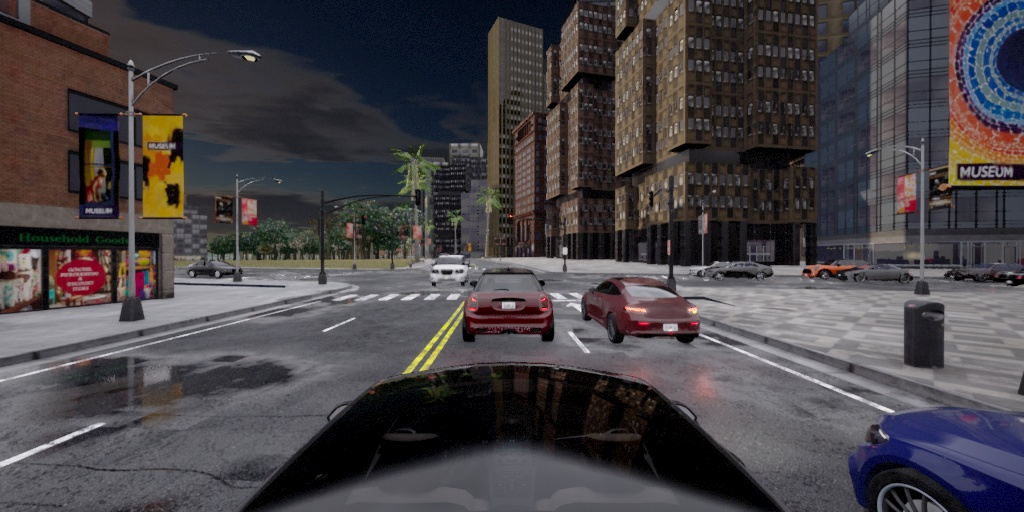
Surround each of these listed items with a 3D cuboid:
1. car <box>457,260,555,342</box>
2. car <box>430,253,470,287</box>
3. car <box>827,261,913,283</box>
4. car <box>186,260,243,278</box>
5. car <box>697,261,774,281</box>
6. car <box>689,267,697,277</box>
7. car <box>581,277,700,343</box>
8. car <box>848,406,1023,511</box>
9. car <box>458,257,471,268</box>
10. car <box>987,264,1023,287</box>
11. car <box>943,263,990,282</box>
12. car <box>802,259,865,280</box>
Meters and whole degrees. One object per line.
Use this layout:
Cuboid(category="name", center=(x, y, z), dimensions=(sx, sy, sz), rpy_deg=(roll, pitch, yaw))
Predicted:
Cuboid(category="car", center=(-0.120, 1.101, 9.968), dimensions=(2.097, 1.767, 4.553), rpy_deg=(0, 0, -1))
Cuboid(category="car", center=(-4.178, 0.948, 24.727), dimensions=(2.150, 2.045, 5.566), rpy_deg=(0, 0, -4))
Cuboid(category="car", center=(26.560, 1.258, 26.500), dimensions=(4.181, 1.385, 1.994), rpy_deg=(0, 0, 13))
Cuboid(category="car", center=(-26.579, 1.153, 32.081), dimensions=(4.892, 1.490, 1.837), rpy_deg=(0, 0, 13))
Cuboid(category="car", center=(17.879, 1.181, 28.550), dimensions=(4.902, 1.511, 2.128), rpy_deg=(0, 0, 13))
Cuboid(category="car", center=(18.250, 1.201, 31.803), dimensions=(4.674, 1.442, 1.812), rpy_deg=(0, 0, 13))
Cuboid(category="car", center=(3.139, 1.274, 9.531), dimensions=(1.812, 1.442, 4.674), rpy_deg=(0, 0, -1))
Cuboid(category="car", center=(3.319, 1.276, 0.577), dimensions=(1.812, 1.442, 4.674), rpy_deg=(0, 0, 0))
Cuboid(category="car", center=(-7.290, 0.917, 54.958), dimensions=(1.837, 1.490, 4.892), rpy_deg=(0, 1, -8))
Cuboid(category="car", center=(32.688, 1.315, 21.505), dimensions=(4.718, 1.301, 1.895), rpy_deg=(0, 0, 13))
Cuboid(category="car", center=(36.987, 1.237, 27.370), dimensions=(5.357, 1.411, 2.033), rpy_deg=(0, 0, 13))
Cuboid(category="car", center=(26.978, 1.033, 29.736), dimensions=(4.553, 1.767, 2.097), rpy_deg=(0, 0, 13))
